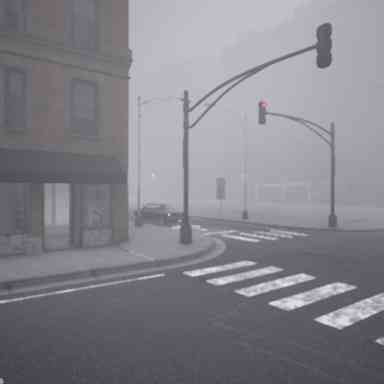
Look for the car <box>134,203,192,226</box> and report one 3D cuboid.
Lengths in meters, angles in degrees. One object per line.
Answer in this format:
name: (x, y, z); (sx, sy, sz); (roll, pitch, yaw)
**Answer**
car: (-2.018, 1.434, 22.139); (1.895, 1.301, 4.718); (0, 0, -35)
